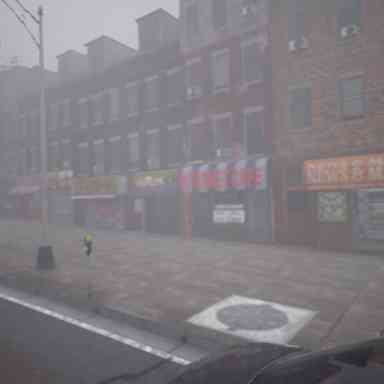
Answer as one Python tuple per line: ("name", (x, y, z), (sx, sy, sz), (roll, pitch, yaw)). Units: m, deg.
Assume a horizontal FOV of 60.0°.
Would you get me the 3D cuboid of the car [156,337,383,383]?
("car", (1.520, 1.565, 1.757), (4.313, 1.339, 1.947), (0, -2, 36))
